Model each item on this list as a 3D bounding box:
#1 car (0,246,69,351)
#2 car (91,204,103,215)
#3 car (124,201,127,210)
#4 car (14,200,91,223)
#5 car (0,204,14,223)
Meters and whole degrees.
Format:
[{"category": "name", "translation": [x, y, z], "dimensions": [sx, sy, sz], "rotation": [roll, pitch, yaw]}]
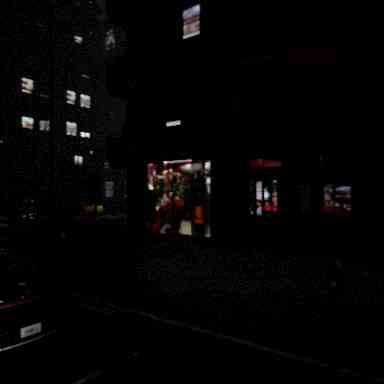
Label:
[{"category": "car", "translation": [-3.894, 1.601, 5.652], "dimensions": [4.403, 1.369, 2.008], "rotation": [-1, 0, 36]}, {"category": "car", "translation": [-10.364, 1.453, 30.090], "dimensions": [1.752, 1.417, 4.829], "rotation": [0, 1, 35]}, {"category": "car", "translation": [-4.385, 1.036, 34.151], "dimensions": [2.150, 2.045, 5.566], "rotation": [-1, 0, 35]}, {"category": "car", "translation": [-10.504, 1.466, 25.435], "dimensions": [1.837, 1.490, 4.892], "rotation": [-1, 0, 33]}, {"category": "car", "translation": [-13.454, 1.553, 25.665], "dimensions": [2.008, 1.369, 4.403], "rotation": [0, 1, 35]}]
